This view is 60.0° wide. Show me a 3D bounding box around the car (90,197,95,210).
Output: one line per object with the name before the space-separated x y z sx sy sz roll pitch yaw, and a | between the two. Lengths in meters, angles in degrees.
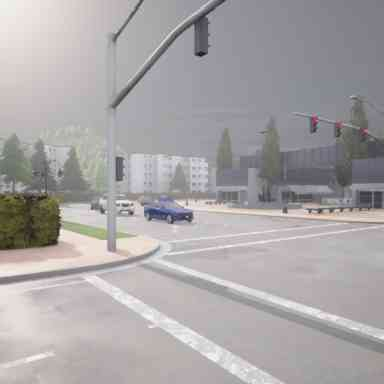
car | -11.973 1.352 42.899 2.097 1.767 4.553 0 0 -17

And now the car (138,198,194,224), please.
car | -1.850 1.478 25.334 1.882 1.535 5.008 0 0 -37

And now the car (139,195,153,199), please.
car | -7.303 1.546 54.706 2.033 1.411 5.357 0 0 -3

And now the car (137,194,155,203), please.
car | -9.346 1.352 68.092 2.097 1.767 4.553 0 0 15

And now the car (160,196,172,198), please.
car | -5.332 1.477 69.565 1.882 1.535 5.008 0 0 20

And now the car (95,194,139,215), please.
car | -7.659 1.221 33.513 2.150 2.045 5.566 0 0 -32
